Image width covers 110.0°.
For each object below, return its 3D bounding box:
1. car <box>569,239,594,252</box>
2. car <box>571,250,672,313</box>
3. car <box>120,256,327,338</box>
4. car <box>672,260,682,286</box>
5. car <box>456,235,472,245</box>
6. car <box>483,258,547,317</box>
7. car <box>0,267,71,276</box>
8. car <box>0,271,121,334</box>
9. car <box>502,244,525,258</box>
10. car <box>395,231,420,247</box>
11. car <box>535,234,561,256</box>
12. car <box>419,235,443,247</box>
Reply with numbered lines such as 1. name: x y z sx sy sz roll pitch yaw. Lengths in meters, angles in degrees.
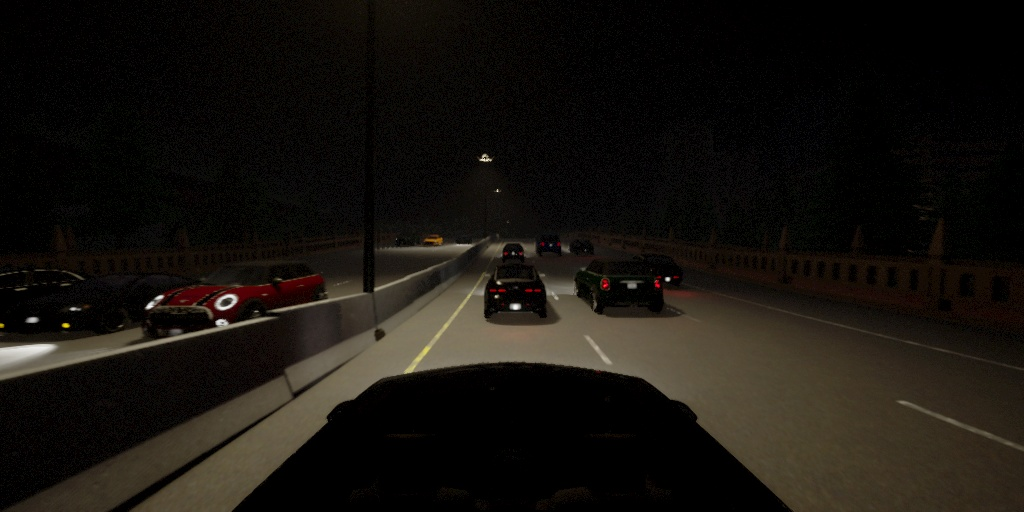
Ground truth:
1. car: 7.107 -0.994 36.947 2.128 1.511 4.902 0 5 0
2. car: 3.599 0.823 12.856 2.097 1.767 4.553 0 3 0
3. car: -7.098 0.948 9.800 2.097 1.767 4.553 0 2 0
4. car: 7.103 0.639 18.746 1.837 1.490 4.892 0 4 0
5. car: -7.055 -2.434 53.183 1.994 1.385 4.181 0 5 0
6. car: 0.098 1.013 12.068 1.837 1.490 4.892 0 2 0
7. car: -14.098 1.106 9.723 1.837 1.490 4.892 0 2 0
8. car: -10.598 1.157 9.905 1.994 1.385 4.181 0 2 0
9. car: 0.105 -0.369 30.852 2.033 1.411 5.357 0 5 0
10. car: -14.070 -2.362 48.739 2.150 2.045 5.566 0 5 0
11. car: 3.607 -1.167 35.897 2.150 2.045 5.566 0 5 0
12. car: -10.574 -2.073 48.378 1.882 1.535 5.008 0 5 0
